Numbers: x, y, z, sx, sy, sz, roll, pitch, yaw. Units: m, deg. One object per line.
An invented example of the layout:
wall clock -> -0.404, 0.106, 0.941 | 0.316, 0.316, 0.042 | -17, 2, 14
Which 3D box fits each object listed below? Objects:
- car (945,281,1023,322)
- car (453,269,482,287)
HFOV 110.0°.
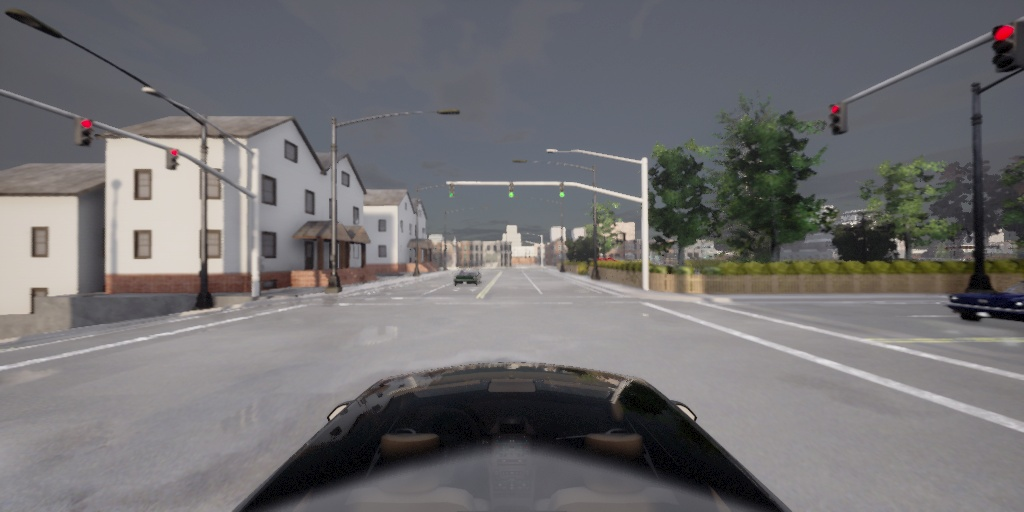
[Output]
car -> 15.968, 1.379, 10.467 | 4.718, 1.301, 1.895 | 0, -1, 1
car -> -3.497, 1.697, 28.696 | 1.895, 1.301, 4.718 | 0, 0, 0
